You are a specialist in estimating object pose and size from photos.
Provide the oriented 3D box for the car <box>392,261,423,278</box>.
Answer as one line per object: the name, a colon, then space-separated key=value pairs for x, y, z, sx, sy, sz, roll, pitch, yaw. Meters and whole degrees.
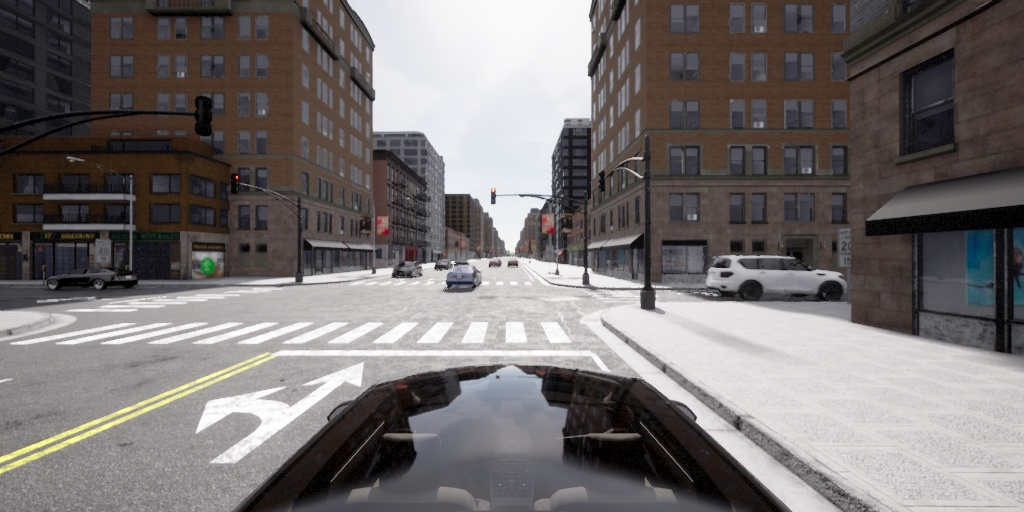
car: x=-9.757 y=1.244 z=33.758 sx=1.837 sy=1.490 sz=4.892 roll=0 pitch=1 yaw=0

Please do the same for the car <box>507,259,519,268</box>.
car: x=0.168 y=1.237 z=62.244 sx=1.837 sy=1.490 sz=4.892 roll=0 pitch=0 yaw=0

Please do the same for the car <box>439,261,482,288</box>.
car: x=-3.092 y=1.296 z=23.666 sx=2.033 sy=1.411 sz=5.357 roll=0 pitch=0 yaw=0

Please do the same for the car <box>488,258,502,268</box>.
car: x=-3.081 y=1.258 z=62.670 sx=1.812 sy=1.442 sz=4.674 roll=0 pitch=0 yaw=0

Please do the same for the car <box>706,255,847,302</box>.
car: x=12.107 y=0.998 z=16.661 sx=5.566 sy=2.045 sz=2.150 roll=0 pitch=0 yaw=5

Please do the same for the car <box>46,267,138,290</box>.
car: x=-25.321 y=1.327 z=21.750 sx=4.313 sy=1.339 sz=1.948 roll=0 pitch=0 yaw=0

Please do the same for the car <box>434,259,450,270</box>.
car: x=-9.704 y=1.244 z=50.677 sx=1.837 sy=1.490 sz=4.892 roll=0 pitch=0 yaw=0
